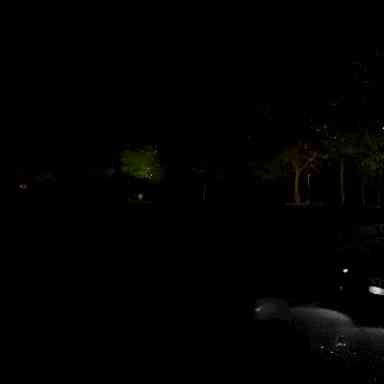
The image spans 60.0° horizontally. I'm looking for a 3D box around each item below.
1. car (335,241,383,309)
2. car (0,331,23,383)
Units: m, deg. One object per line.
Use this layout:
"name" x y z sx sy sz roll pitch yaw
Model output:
"car" 5.005 1.643 7.250 4.181 1.385 1.994 1 0 -36
"car" -3.279 1.582 1.341 4.718 1.301 1.895 1 0 -35
